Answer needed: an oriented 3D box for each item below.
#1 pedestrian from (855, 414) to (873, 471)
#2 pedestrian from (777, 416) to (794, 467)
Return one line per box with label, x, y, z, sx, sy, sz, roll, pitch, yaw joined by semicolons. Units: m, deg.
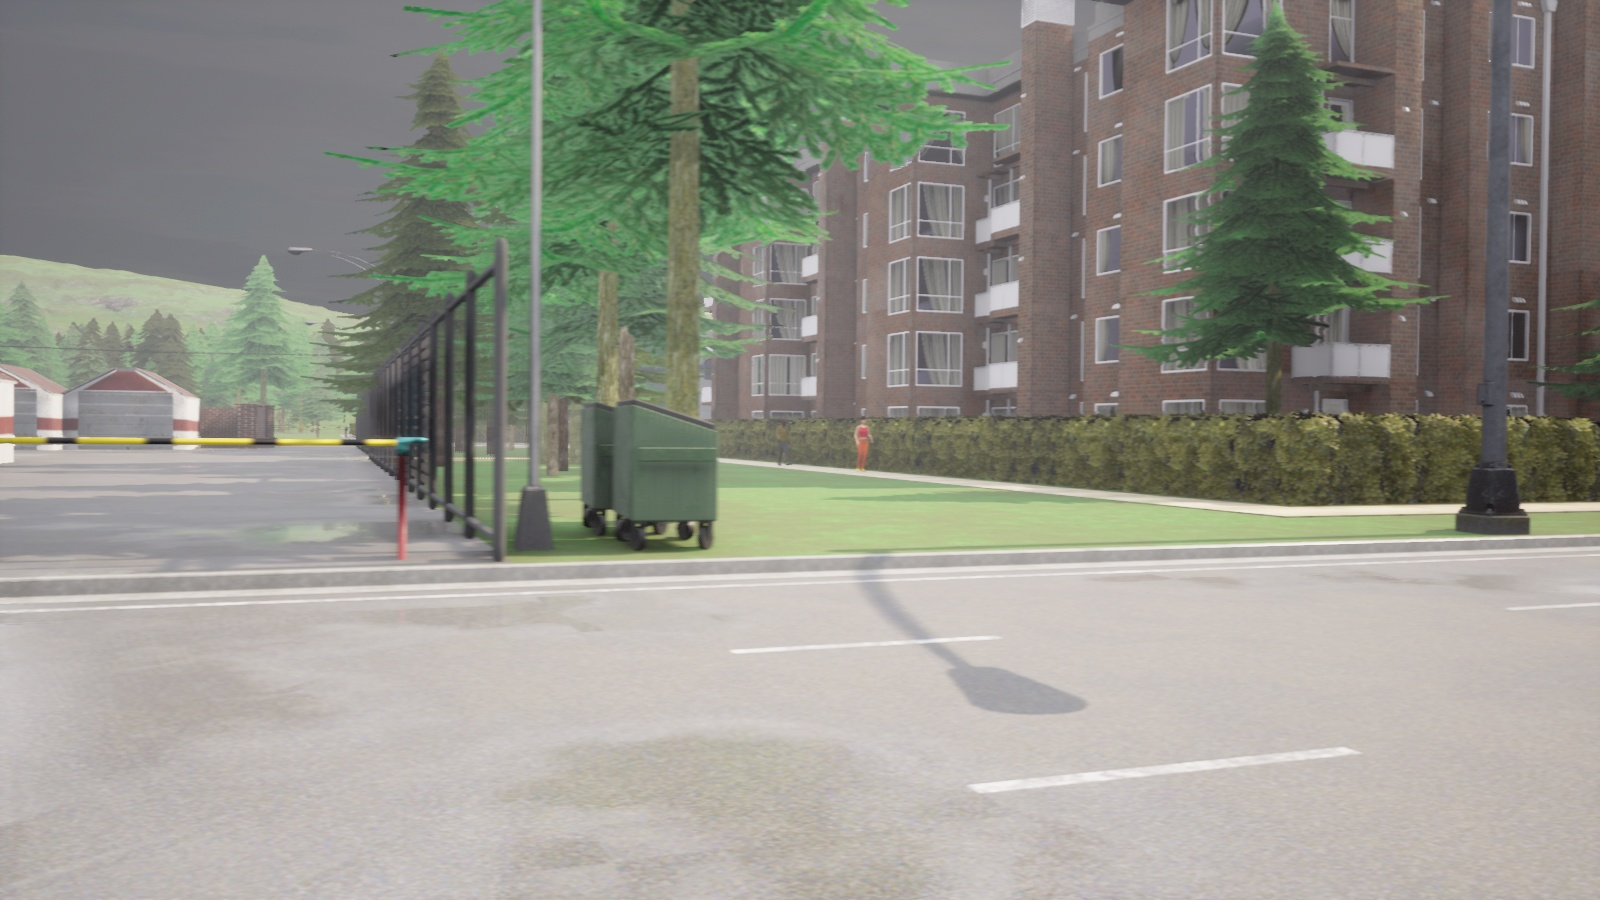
pedestrian;2.079;-0.260;40.849;0.345;1.836;0.594;-1;1;-19
pedestrian;-0.550;-0.321;46.306;0.370;1.835;0.726;-1;1;-22
